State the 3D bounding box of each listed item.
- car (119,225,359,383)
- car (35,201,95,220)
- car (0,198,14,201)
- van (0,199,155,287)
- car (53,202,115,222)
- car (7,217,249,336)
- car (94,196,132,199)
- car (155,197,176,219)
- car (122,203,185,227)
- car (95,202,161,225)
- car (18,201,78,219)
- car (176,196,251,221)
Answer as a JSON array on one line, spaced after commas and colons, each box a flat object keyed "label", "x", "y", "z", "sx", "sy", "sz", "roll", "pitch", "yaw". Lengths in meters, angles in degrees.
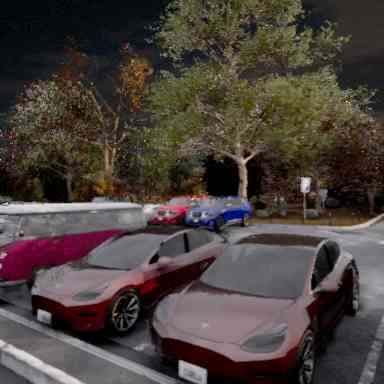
[{"label": "car", "x": 1.390, "y": 1.513, "z": 5.475, "sx": 2.163, "sy": 1.488, "sz": 4.792, "roll": 0, "pitch": 0, "yaw": 35}, {"label": "car", "x": -11.692, "y": 1.678, "z": 30.833, "sx": 2.163, "sy": 1.488, "sz": 4.792, "roll": -1, "pitch": 0, "yaw": 35}, {"label": "car", "x": -16.323, "y": 1.694, "z": 33.936, "sx": 1.946, "sy": 1.575, "sz": 5.366, "roll": -1, "pitch": 0, "yaw": 35}, {"label": "van", "x": -3.230, "y": 1.289, "z": 8.655, "sx": 1.878, "sy": 1.987, "sz": 4.442, "roll": 0, "pitch": 0, "yaw": 35}, {"label": "car", "x": -9.389, "y": 1.654, "z": 29.266, "sx": 2.163, "sy": 1.488, "sz": 4.792, "roll": -1, "pitch": 0, "yaw": 35}, {"label": "car", "x": -0.894, "y": 1.529, "z": 7.100, "sx": 2.163, "sy": 1.488, "sz": 4.792, "roll": 0, "pitch": 0, "yaw": 35}, {"label": "car", "x": -7.156, "y": 1.351, "z": 27.608, "sx": 2.435, "sy": 2.045, "sz": 5.566, "roll": -1, "pitch": 0, "yaw": 35}, {"label": "car", "x": -0.349, "y": 1.295, "z": 22.764, "sx": 2.435, "sy": 2.045, "sz": 5.566, "roll": 0, "pitch": 0, "yaw": 35}, {"label": "car", "x": -2.701, "y": 1.604, "z": 24.470, "sx": 2.002, "sy": 1.452, "sz": 4.674, "roll": 0, "pitch": 0, "yaw": 35}, {"label": "car", "x": -4.871, "y": 1.583, "z": 26.010, "sx": 2.097, "sy": 1.535, "sz": 5.008, "roll": -1, "pitch": 0, "yaw": 35}, {"label": "car", "x": -13.948, "y": 1.673, "z": 32.467, "sx": 2.097, "sy": 1.535, "sz": 5.008, "roll": -1, "pitch": 0, "yaw": 35}, {"label": "car", "x": 1.821, "y": 1.281, "z": 21.221, "sx": 2.435, "sy": 2.045, "sz": 5.566, "roll": 0, "pitch": 0, "yaw": 35}]
